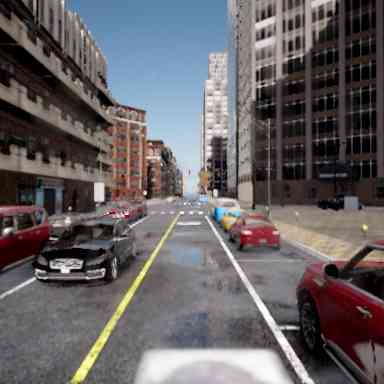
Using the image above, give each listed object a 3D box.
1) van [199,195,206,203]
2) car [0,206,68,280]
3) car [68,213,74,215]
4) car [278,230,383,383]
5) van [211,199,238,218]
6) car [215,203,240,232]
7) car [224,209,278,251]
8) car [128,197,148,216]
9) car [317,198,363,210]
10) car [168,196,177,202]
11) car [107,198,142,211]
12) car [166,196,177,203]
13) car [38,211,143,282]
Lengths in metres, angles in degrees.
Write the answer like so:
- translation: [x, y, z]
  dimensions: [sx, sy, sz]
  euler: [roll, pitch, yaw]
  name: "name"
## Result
- translation: [2.570, 1.675, 79.721]
  dimensions: [1.690, 1.788, 3.998]
  euler: [0, 0, 0]
  name: "van"
- translation: [-5.308, 1.339, 8.577]
  dimensions: [2.192, 1.841, 5.009]
  euler: [0, 0, 0]
  name: "car"
- translation: [-5.310, 1.591, 14.113]
  dimensions: [2.008, 1.369, 4.403]
  euler: [0, 0, 0]
  name: "car"
- translation: [2.572, 1.324, 3.048]
  dimensions: [2.192, 1.841, 5.009]
  euler: [0, 0, 0]
  name: "car"
- translation: [2.572, 1.418, 25.190]
  dimensions: [1.690, 1.788, 3.998]
  euler: [0, 0, 0]
  name: "van"
- translation: [2.570, 1.584, 19.826]
  dimensions: [1.752, 1.417, 4.829]
  euler: [0, 0, 0]
  name: "car"
- translation: [2.570, 1.622, 14.120]
  dimensions: [1.802, 1.307, 4.206]
  euler: [0, 0, 0]
  name: "car"
- translation: [-5.308, 1.413, 30.720]
  dimensions: [2.192, 1.841, 5.009]
  euler: [0, 0, 0]
  name: "car"
- translation: [16.819, 1.450, 37.965]
  dimensions: [4.902, 1.511, 2.128]
  euler: [-1, -1, 41]
  name: "car"
- translation: [-5.311, 1.842, 90.826]
  dimensions: [1.967, 1.590, 4.097]
  euler: [0, 0, 0]
  name: "car"
- translation: [-5.309, 1.518, 25.184]
  dimensions: [1.967, 1.590, 4.097]
  euler: [0, 0, 0]
  name: "car"
- translation: [-5.311, 1.858, 79.550]
  dimensions: [1.752, 1.417, 4.829]
  euler: [0, 0, 0]
  name: "car"
- translation: [-2.849, 1.533, 9.927]
  dimensions: [1.837, 1.490, 4.892]
  euler: [0, 0, 0]
  name: "car"
